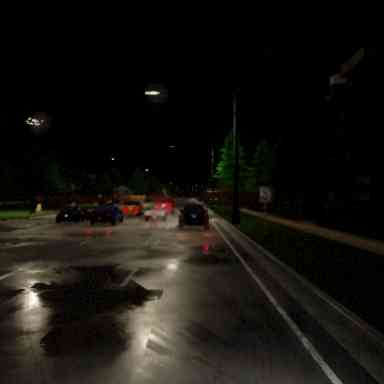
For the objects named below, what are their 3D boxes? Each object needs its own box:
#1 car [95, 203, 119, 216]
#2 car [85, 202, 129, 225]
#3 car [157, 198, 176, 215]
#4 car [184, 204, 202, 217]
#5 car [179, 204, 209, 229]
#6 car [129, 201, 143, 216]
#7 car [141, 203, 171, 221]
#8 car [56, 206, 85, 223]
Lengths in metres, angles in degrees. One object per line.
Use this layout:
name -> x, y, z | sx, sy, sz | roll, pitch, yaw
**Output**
car -> -10.354, 2.070, 40.873 | 1.812, 1.442, 4.674 | 0, -1, 0
car -> -6.887, 1.844, 27.420 | 1.882, 1.535, 5.008 | 0, -1, 1
car -> -3.359, 1.792, 42.460 | 2.150, 2.045, 5.566 | 0, -1, 0
car -> 0.141, 2.115, 38.283 | 1.895, 1.301, 4.718 | 0, -1, 0
car -> 0.128, 1.679, 24.309 | 2.097, 1.767, 4.553 | 0, -1, 0
car -> -6.890, 1.878, 39.456 | 2.097, 1.767, 4.553 | 0, -1, 0
car -> -3.365, 2.032, 32.164 | 1.895, 1.301, 4.718 | 0, -1, 0
car -> -10.368, 1.955, 29.428 | 1.994, 1.385, 4.181 | 0, -1, 0
